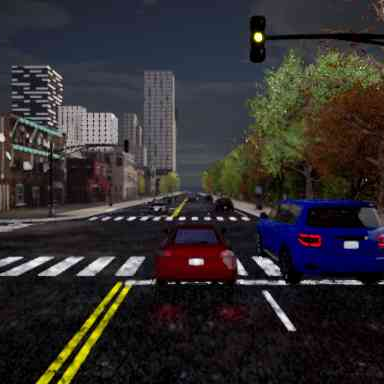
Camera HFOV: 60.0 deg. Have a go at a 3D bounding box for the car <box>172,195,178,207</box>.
[{"bbox_3d":[-3.341,1.359,45.928,1.837,1.490,4.892,0,2,0],"label":"car"}]

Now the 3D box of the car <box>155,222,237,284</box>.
[{"bbox_3d":[0.098,1.536,9.481,1.994,1.385,4.181,0,0,0],"label":"car"}]

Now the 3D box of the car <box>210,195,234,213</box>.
[{"bbox_3d":[3.343,1.369,35.793,1.882,1.535,5.008,0,0,0],"label":"car"}]

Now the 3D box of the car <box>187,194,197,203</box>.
[{"bbox_3d":[-0.016,1.347,64.741,2.033,1.411,5.357,0,0,0],"label":"car"}]

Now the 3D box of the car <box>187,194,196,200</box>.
[{"bbox_3d":[-0.017,1.150,75.160,1.994,1.385,4.181,0,0,0],"label":"car"}]

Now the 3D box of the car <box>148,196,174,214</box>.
[{"bbox_3d":[-3.351,1.388,33.959,2.128,1.511,4.902,0,0,0],"label":"car"}]

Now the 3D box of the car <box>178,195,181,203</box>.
[{"bbox_3d":[-3.268,1.306,64.629,1.837,1.490,4.892,0,0,0],"label":"car"}]

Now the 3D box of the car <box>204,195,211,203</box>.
[{"bbox_3d":[3.235,1.305,64.898,1.837,1.490,4.892,0,0,0],"label":"car"}]

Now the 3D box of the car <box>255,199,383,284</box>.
[{"bbox_3d":[3.342,1.194,9.656,2.150,2.045,5.566,0,0,0],"label":"car"}]
